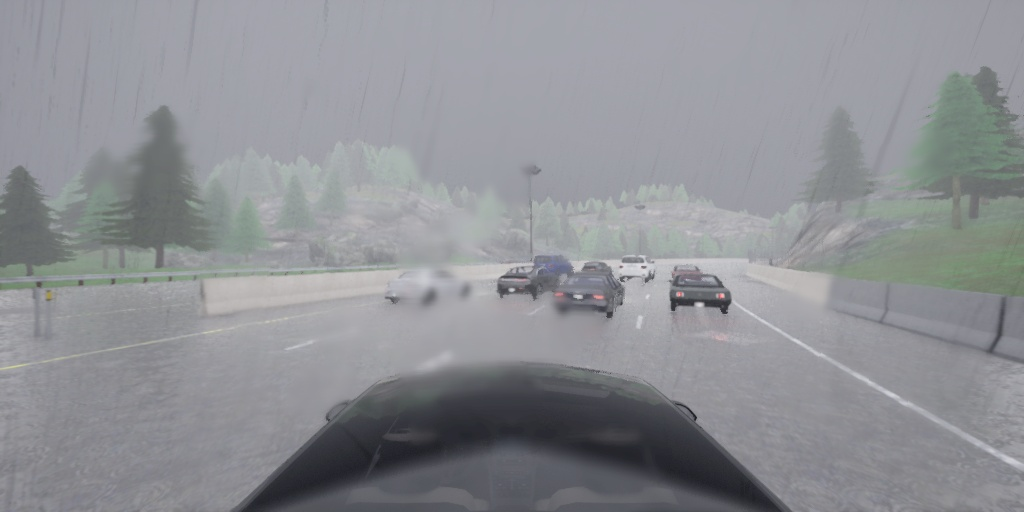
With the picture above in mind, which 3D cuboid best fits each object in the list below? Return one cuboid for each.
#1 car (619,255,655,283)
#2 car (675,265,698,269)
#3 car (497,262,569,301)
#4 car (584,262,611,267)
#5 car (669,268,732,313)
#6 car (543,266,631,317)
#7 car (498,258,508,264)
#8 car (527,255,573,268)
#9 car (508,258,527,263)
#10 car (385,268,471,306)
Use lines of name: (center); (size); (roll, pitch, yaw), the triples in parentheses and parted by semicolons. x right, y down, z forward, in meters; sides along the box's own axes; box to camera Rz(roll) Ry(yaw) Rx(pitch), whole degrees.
car: (9.914, 0.950, 28.349); (2.150, 2.045, 5.566); (0, 0, 27)
car: (12.951, 1.329, 26.591); (1.895, 1.301, 4.718); (0, 0, 27)
car: (0.957, 1.225, 17.331); (2.128, 1.511, 4.902); (0, 0, 23)
car: (7.305, 1.229, 30.881); (1.837, 1.490, 4.892); (0, 1, 28)
car: (7.154, 1.340, 14.048); (1.895, 1.301, 4.718); (0, 0, 23)
car: (2.999, 1.287, 13.217); (2.033, 1.411, 5.357); (0, 0, 23)
car: (-0.620, 1.164, 65.455); (1.882, 1.535, 5.008); (0, 0, 35)
car: (3.664, 0.945, 31.494); (2.150, 2.045, 5.566); (0, 0, 27)
car: (2.110, 1.237, 63.255); (2.033, 1.411, 5.357); (0, 0, 35)
car: (-3.530, 1.261, 15.735); (1.812, 1.442, 4.674); (0, 0, 22)
